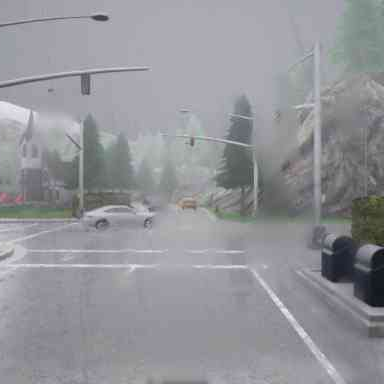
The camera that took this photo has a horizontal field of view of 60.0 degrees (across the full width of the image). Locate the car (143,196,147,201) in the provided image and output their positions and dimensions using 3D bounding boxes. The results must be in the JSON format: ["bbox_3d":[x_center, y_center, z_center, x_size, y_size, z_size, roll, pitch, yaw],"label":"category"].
[{"bbox_3d":[-7.169,1.505,56.647,1.837,1.490,4.892,0,0,-20],"label":"car"}]

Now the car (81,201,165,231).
[{"bbox_3d":[-4.314,1.525,20.369,4.674,1.442,1.812,0,0,-22],"label":"car"}]

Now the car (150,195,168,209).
[{"bbox_3d":[-4.682,1.352,46.804,2.097,1.767,4.553,0,0,-11],"label":"car"}]

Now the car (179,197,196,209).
[{"bbox_3d":[-0.686,1.477,45.735,1.882,1.535,5.008,0,0,-8],"label":"car"}]

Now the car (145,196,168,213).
[{"bbox_3d":[-3.748,1.505,36.685,1.837,1.490,4.892,0,0,-2],"label":"car"}]
